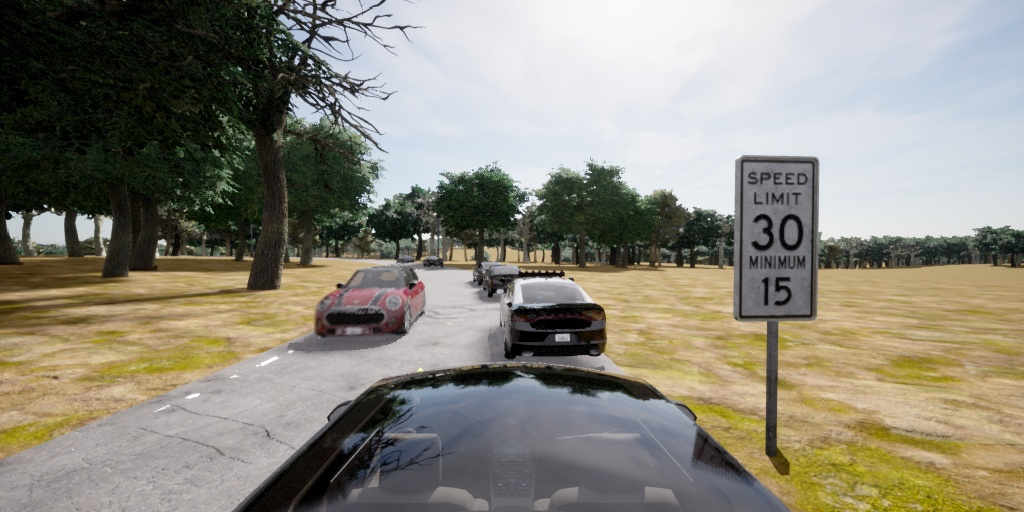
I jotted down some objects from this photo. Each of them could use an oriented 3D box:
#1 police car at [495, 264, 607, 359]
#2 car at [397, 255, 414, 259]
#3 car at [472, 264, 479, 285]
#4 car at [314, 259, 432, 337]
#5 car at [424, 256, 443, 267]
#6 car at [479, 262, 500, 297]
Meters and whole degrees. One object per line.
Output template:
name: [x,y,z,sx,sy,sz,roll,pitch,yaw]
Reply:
police car: [0.682,1.167,8.615,1.930,1.638,5.238,0,0,-4]
car: [-18.386,0.513,61.891,1.994,1.385,4.181,-1,1,-35]
car: [-1.596,1.142,24.680,1.837,1.490,4.892,0,1,-12]
car: [-3.775,1.102,10.345,2.097,1.767,4.553,0,0,-5]
car: [-10.550,0.702,47.797,1.882,1.535,5.008,0,1,-25]
car: [-0.458,1.174,18.655,1.882,1.535,5.008,0,1,-9]
